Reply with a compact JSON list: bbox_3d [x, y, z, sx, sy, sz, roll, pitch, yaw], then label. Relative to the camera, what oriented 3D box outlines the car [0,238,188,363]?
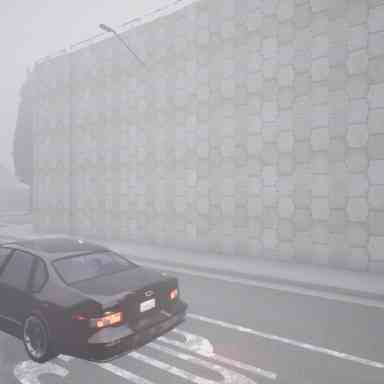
[{"bbox_3d":[-2.638,1.547,5.859,5.357,1.411,2.033,0,0,35],"label":"car"}]
